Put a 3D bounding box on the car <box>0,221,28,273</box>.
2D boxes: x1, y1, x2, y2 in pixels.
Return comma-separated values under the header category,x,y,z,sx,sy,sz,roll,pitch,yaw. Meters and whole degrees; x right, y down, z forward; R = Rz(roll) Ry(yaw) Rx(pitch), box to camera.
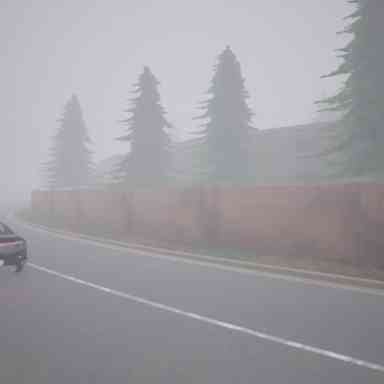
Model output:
category,x,y,z,sx,sy,sz,roll,pitch,yaw
car,-6.537,1.545,9.798,4.902,1.511,2.128,0,0,43
